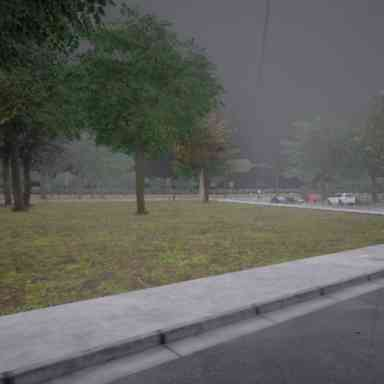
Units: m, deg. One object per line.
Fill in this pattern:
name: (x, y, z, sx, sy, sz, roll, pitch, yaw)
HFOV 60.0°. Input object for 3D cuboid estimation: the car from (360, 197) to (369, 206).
car: (28.187, 1.553, 57.220, 2.128, 1.511, 4.902, 0, 0, -12)

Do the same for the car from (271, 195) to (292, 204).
car: (16.739, 1.555, 64.015, 1.812, 1.442, 4.674, 0, 0, -12)

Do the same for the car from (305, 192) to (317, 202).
car: (24.945, 1.117, 72.249, 2.150, 2.045, 5.566, 0, 0, -12)

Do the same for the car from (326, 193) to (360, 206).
car: (25.065, 1.266, 56.274, 2.150, 2.045, 5.566, 0, 0, -12)

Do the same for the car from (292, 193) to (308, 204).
car: (19.899, 1.533, 64.785, 2.128, 1.511, 4.902, 0, 0, -12)
